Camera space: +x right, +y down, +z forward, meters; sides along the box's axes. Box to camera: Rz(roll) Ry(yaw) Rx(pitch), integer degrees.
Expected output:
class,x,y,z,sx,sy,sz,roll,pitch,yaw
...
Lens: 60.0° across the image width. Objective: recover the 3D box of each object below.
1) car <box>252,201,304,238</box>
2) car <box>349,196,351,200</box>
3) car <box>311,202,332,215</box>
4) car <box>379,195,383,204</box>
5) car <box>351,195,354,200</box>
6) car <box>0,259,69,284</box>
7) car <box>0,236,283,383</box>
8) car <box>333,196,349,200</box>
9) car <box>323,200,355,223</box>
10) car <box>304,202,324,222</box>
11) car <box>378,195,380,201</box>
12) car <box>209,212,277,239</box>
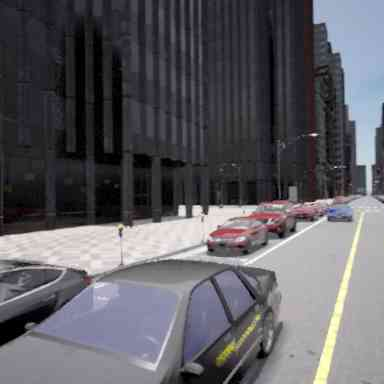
class,x,y,z,sx,sy,sz,roll,pitch,yaw
car,4.714,1.491,19.123,2.192,1.841,5.009,-1,-1,28
car,32.989,1.990,72.529,1.752,1.417,4.829,-1,-1,28
car,15.232,1.860,38.982,1.802,1.307,4.206,-1,-1,28
car,43.248,1.888,73.689,1.887,1.381,4.507,-1,-1,28
car,38.343,2.091,82.642,1.947,1.339,4.313,-1,-1,28
car,-3.168,1.667,4.223,1.947,1.339,4.313,-1,-1,28
car,-0.342,1.606,3.872,2.033,1.411,5.357,-1,-1,28
car,27.791,1.723,62.719,2.192,1.841,5.009,-1,-1,28
car,12.469,1.703,27.860,1.812,1.442,4.674,-1,-1,28
car,9.974,1.771,29.051,1.887,1.381,4.507,-1,-1,28
car,45.885,1.918,78.670,1.887,1.381,4.507,-1,-1,28
car,2.089,1.732,14.154,1.802,1.307,4.206,-1,-1,28
